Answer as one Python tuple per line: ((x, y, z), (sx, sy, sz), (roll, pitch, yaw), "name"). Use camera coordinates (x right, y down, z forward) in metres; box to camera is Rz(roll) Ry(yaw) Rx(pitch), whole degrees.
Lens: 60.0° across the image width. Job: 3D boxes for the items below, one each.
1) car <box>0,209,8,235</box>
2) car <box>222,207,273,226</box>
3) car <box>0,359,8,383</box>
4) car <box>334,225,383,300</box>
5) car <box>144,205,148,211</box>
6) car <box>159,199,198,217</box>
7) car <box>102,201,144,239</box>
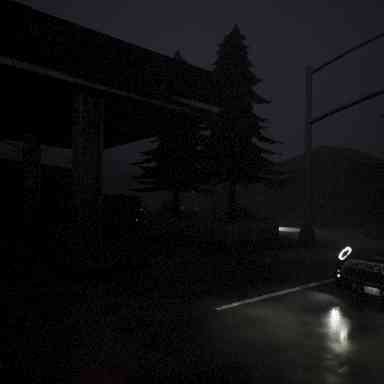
((-11.671, 1.520, 18.466), (2.242, 1.667, 4.611), (1, 0, -36), "car")
((4.080, 1.814, 25.013), (1.994, 1.385, 4.181), (1, 0, -35), "car")
((-3.258, 1.588, 1.670), (4.181, 1.385, 1.994), (2, -1, -36), "car")
((5.448, 1.412, 7.961), (4.553, 1.767, 2.097), (1, 0, -35), "car")
((-7.487, 1.663, 41.318), (2.033, 1.411, 5.357), (1, 0, -35), "car")
((-1.339, 1.539, 32.653), (2.097, 1.767, 4.553), (1, 0, -36), "car")
((-4.539, 1.445, 18.283), (1.905, 1.878, 3.866), (1, 0, -36), "car")
